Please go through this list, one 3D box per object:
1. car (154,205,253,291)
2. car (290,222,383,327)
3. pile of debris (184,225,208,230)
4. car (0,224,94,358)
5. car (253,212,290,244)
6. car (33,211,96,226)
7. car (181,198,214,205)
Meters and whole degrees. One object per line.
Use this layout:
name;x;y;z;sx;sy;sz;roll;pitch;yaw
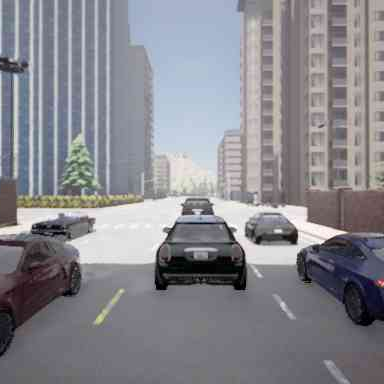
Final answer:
car;0.220;1.421;9.352;2.097;1.767;4.553;0;-1;1
car;3.696;1.576;6.994;1.812;1.442;4.674;0;0;1
pile of debris;0.263;2.338;21.933;1.500;0.140;1.860;0;0;1
car;-3.494;1.573;6.116;1.812;1.442;4.674;0;0;1
car;3.794;1.684;16.462;1.994;1.385;4.181;0;0;1
car;-6.787;1.738;18.047;1.895;1.301;4.718;0;0;1
car;0.379;1.397;23.424;2.150;2.045;5.566;0;0;1
